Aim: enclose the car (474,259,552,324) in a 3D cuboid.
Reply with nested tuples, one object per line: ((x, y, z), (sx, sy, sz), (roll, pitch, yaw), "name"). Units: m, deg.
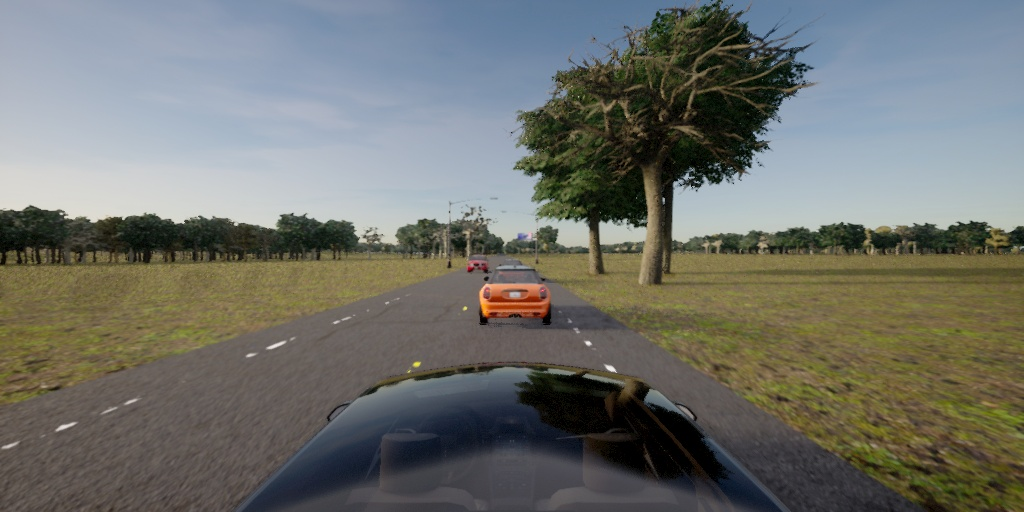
((0.083, 1.095, 12.063), (2.097, 1.767, 4.553), (0, 0, 0), "car")

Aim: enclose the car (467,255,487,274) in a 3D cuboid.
((-3.793, 0.900, 40.696), (2.150, 2.045, 5.566), (0, 0, 0), "car")
